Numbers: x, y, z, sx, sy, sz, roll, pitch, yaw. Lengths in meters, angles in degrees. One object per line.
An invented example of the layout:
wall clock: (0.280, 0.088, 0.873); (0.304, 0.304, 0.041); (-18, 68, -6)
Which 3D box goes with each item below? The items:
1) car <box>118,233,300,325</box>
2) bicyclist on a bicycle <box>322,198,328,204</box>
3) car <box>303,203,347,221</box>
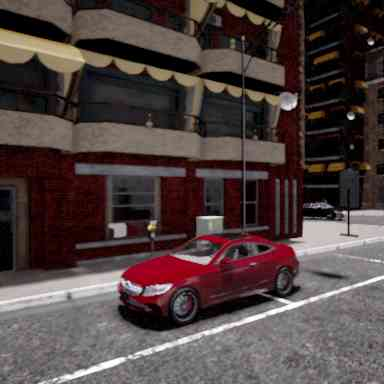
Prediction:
car: (0.555, 1.566, 7.020); (4.206, 1.307, 1.802); (0, 0, -36)
bicyclist on a bicycle: (15.642, 1.563, 39.188); (1.656, 1.620, 0.582); (-1, 0, -36)
car: (11.474, 1.711, 30.079); (2.128, 1.511, 4.902); (0, -1, -36)
